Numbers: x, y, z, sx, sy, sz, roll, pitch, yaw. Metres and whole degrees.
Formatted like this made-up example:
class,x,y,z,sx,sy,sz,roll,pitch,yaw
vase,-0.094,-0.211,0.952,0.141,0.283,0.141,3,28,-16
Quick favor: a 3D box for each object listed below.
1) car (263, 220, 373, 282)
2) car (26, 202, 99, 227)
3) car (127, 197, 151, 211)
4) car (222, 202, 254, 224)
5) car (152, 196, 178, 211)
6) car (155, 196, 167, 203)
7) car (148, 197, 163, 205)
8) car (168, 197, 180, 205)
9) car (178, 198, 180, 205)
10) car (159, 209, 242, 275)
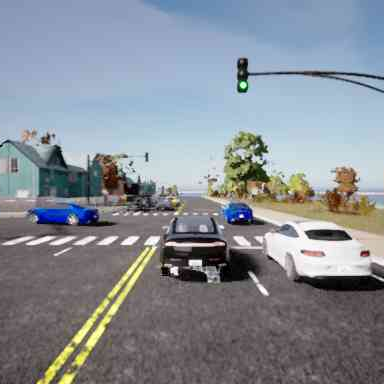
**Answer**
class,x,y,z,sx,sy,sz,roll,pitch,yaw
car,3.349,1.526,9.600,1.812,1.442,4.674,0,0,0
car,-8.875,1.431,22.813,5.008,1.535,1.882,2,-1,13
car,-6.585,1.528,40.450,1.837,1.490,4.892,0,0,0
car,3.353,1.485,25.015,1.882,1.535,5.008,0,0,0
car,-3.299,1.572,41.569,2.033,1.411,5.357,0,0,3
car,-6.492,1.610,70.252,2.033,1.411,5.357,0,0,0
car,-6.493,1.598,59.886,2.033,1.411,5.357,0,0,0
car,-3.242,1.655,61.562,1.895,1.301,4.718,0,0,0
car,-3.306,1.516,51.554,1.882,1.535,5.008,0,0,0
car,0.047,1.492,10.426,2.128,1.511,4.902,0,0,-1
